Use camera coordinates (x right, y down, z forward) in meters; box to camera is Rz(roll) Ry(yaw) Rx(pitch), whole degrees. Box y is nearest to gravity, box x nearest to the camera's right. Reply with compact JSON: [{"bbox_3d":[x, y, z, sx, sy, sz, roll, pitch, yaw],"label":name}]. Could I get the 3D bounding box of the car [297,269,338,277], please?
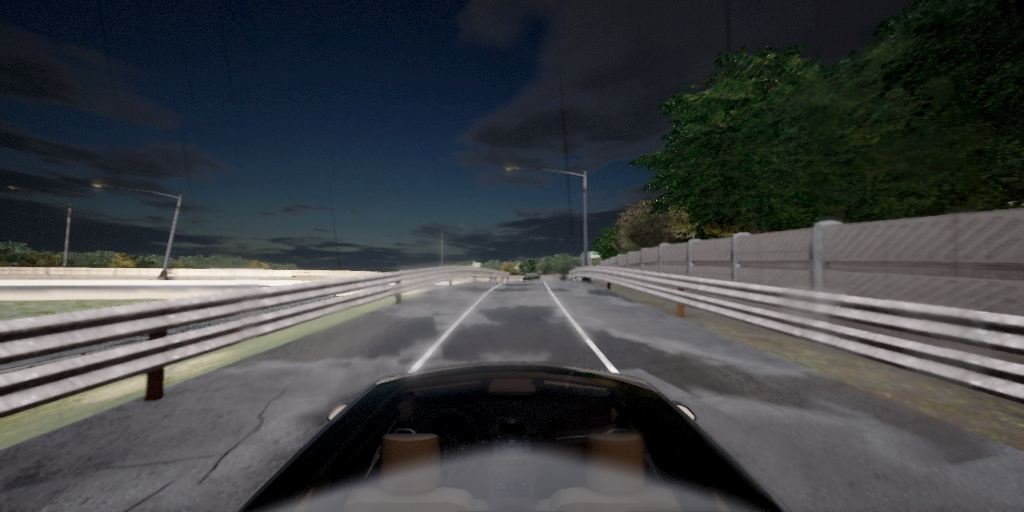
[{"bbox_3d":[-26.817,2.607,49.565,5.008,1.535,1.882,2,-4,-31],"label":"car"}]
